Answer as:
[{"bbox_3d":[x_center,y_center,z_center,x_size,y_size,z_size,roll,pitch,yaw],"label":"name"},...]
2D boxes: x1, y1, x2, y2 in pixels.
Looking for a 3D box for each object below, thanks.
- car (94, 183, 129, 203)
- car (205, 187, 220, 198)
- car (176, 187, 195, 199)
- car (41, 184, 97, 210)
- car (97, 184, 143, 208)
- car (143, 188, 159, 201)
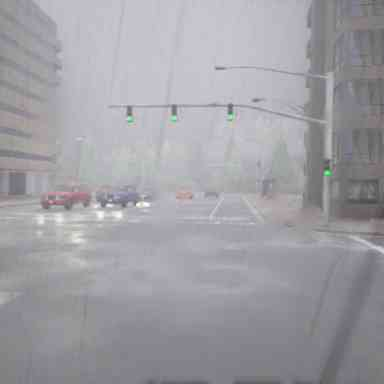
[{"bbox_3d":[-9.133,0.055,38.361,2.150,2.045,5.566,1,2,7],"label":"car"},{"bbox_3d":[3.149,-0.049,51.641,2.097,1.767,4.553,1,2,7],"label":"car"},{"bbox_3d":[-0.845,0.035,47.049,2.097,1.767,4.553,1,2,7],"label":"car"},{"bbox_3d":[-10.410,0.325,28.077,2.150,2.045,5.566,1,2,7],"label":"car"},{"bbox_3d":[-6.556,0.293,30.753,2.150,2.045,5.566,1,2,7],"label":"car"},{"bbox_3d":[-5.311,0.302,40.703,2.128,1.511,4.902,1,2,7],"label":"car"}]
